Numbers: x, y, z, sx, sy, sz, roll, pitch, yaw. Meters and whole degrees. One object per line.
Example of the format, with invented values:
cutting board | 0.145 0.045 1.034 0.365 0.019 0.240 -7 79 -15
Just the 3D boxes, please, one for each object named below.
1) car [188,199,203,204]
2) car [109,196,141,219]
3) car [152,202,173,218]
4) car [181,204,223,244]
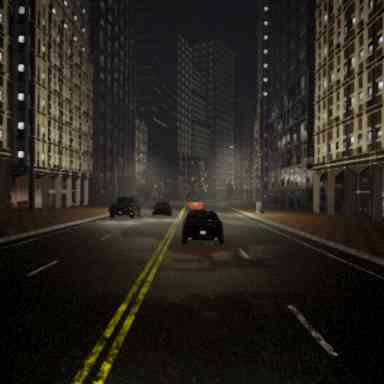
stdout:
car | 0.468 1.765 47.644 2.097 1.767 4.553 0 0 0
car | -6.213 1.442 31.552 2.150 2.045 5.566 0 -1 0
car | -2.962 1.746 34.072 1.882 1.535 5.008 0 -1 0
car | 0.482 1.628 16.895 1.882 1.535 5.008 0 0 0
